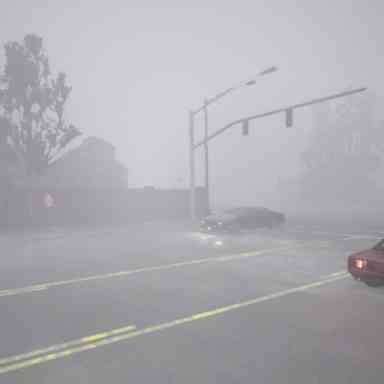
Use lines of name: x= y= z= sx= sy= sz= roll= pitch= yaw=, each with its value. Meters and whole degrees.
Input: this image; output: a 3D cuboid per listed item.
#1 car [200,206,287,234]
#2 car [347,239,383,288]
car: x=3.067 y=1.500 z=18.967 sx=5.357 sy=1.411 sz=2.033 roll=0 pitch=0 yaw=-35
car: x=5.811 y=1.571 z=7.875 sx=4.718 sy=1.301 sz=1.895 roll=0 pitch=0 yaw=-35
